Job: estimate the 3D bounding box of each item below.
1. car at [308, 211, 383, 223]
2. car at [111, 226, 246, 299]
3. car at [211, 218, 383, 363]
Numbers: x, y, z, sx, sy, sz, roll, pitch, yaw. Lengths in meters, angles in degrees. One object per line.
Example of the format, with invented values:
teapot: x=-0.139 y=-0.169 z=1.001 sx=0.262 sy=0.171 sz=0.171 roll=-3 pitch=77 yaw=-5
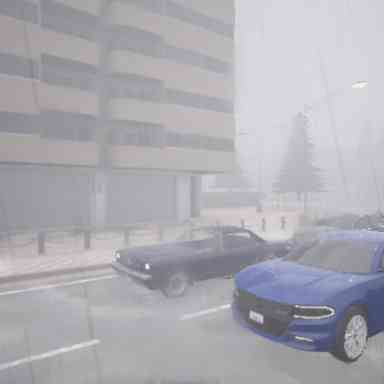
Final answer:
car: x=5.639 y=1.475 z=12.187 sx=4.892 sy=1.490 sz=1.837 roll=0 pitch=0 yaw=-35
car: x=0.414 y=1.588 z=8.581 sx=4.718 sy=1.301 sz=1.895 roll=0 pitch=0 yaw=-36
car: x=2.935 y=1.463 z=6.026 sx=5.008 sy=1.535 sz=1.882 roll=0 pitch=0 yaw=-35
